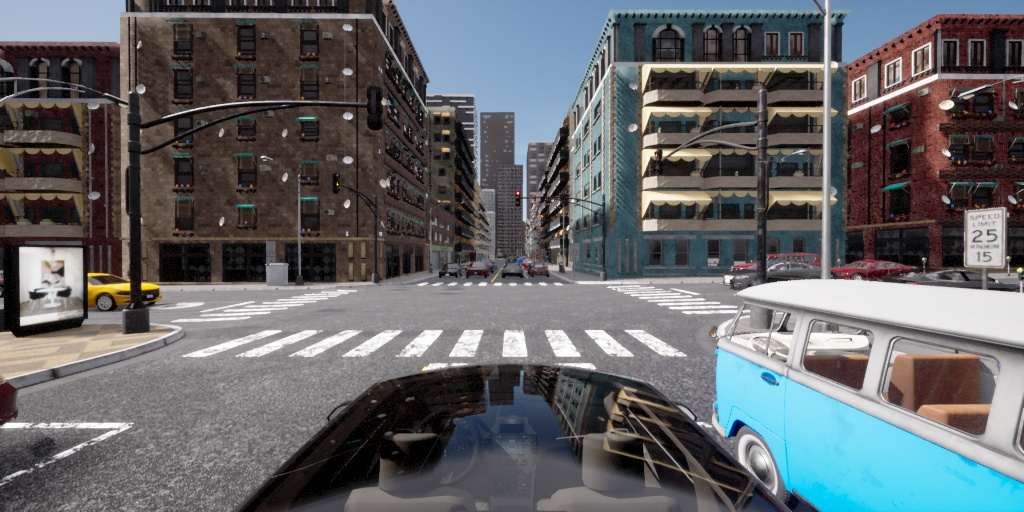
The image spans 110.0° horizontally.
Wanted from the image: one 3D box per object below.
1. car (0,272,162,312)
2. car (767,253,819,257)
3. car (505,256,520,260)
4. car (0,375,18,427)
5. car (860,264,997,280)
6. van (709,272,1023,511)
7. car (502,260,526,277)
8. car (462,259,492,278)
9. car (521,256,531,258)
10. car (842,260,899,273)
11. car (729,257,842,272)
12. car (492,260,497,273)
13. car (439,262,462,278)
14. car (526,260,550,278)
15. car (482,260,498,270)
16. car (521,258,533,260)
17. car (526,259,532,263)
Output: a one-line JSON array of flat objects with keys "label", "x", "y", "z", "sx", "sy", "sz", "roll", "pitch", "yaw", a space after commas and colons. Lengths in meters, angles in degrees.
[{"label": "car", "x": -17.910, "y": 1.478, "z": 15.230, "sx": 5.008, "sy": 1.535, "sz": 1.882, "roll": -1, "pitch": 0, "yaw": -1}, {"label": "car", "x": 15.725, "y": 0.781, "z": 21.349, "sx": 5.009, "sy": 1.841, "sz": 2.192, "roll": 0, "pitch": 0, "yaw": -1}, {"label": "car", "x": -0.039, "y": 0.993, "z": 65.315, "sx": 2.150, "sy": 2.045, "sz": 5.566, "roll": 0, "pitch": 0, "yaw": 0}, {"label": "car", "x": -5.692, "y": 1.332, "z": 1.745, "sx": 1.802, "sy": 1.307, "sz": 4.207, "roll": 0, "pitch": 0, "yaw": 0}, {"label": "car", "x": 15.766, "y": 1.097, "z": 12.969, "sx": 4.313, "sy": 1.339, "sz": 1.948, "roll": 0, "pitch": 0, "yaw": -1}, {"label": "van", "x": 2.689, "y": 1.091, "z": 1.764, "sx": 1.690, "sy": 1.789, "sz": 3.998, "roll": 0, "pitch": 0, "yaw": 0}, {"label": "car", "x": 0.052, "y": 1.318, "z": 34.698, "sx": 1.994, "sy": 1.385, "sz": 4.181, "roll": 0, "pitch": 0, "yaw": 0}, {"label": "car", "x": -3.177, "y": 1.231, "z": 33.857, "sx": 1.882, "sy": 1.535, "sz": 5.008, "roll": 0, "pitch": 0, "yaw": 0}, {"label": "car", "x": 2.998, "y": 1.226, "z": 64.917, "sx": 1.801, "sy": 1.575, "sz": 5.366, "roll": 0, "pitch": 0, "yaw": 0}, {"label": "car", "x": 21.295, "y": 0.931, "z": 21.403, "sx": 4.507, "sy": 1.381, "sz": 1.888, "roll": 0, "pitch": 0, "yaw": -1}, {"label": "car", "x": 13.688, "y": 1.007, "z": 18.731, "sx": 4.902, "sy": 1.511, "sz": 2.128, "roll": -1, "pitch": 0, "yaw": -1}, {"label": "car", "x": -3.196, "y": 1.109, "z": 43.037, "sx": 2.097, "sy": 1.767, "sz": 4.553, "roll": 0, "pitch": 0, "yaw": 0}, {"label": "car", "x": -5.770, "y": 1.319, "z": 34.150, "sx": 1.948, "sy": 1.339, "sz": 4.313, "roll": 0, "pitch": 0, "yaw": 0}, {"label": "car", "x": 2.611, "y": 1.335, "z": 34.158, "sx": 1.802, "sy": 1.307, "sz": 4.207, "roll": 0, "pitch": 0, "yaw": 0}, {"label": "car", "x": -3.202, "y": 1.326, "z": 52.965, "sx": 1.994, "sy": 1.385, "sz": 4.181, "roll": 0, "pitch": 0, "yaw": 1}, {"label": "car", "x": 2.571, "y": 1.306, "z": 50.728, "sx": 1.888, "sy": 1.381, "sz": 4.507, "roll": 0, "pitch": 0, "yaw": 0}, {"label": "car", "x": 2.598, "y": 1.321, "z": 39.681, "sx": 1.948, "sy": 1.339, "sz": 4.313, "roll": 0, "pitch": 0, "yaw": 0}]
